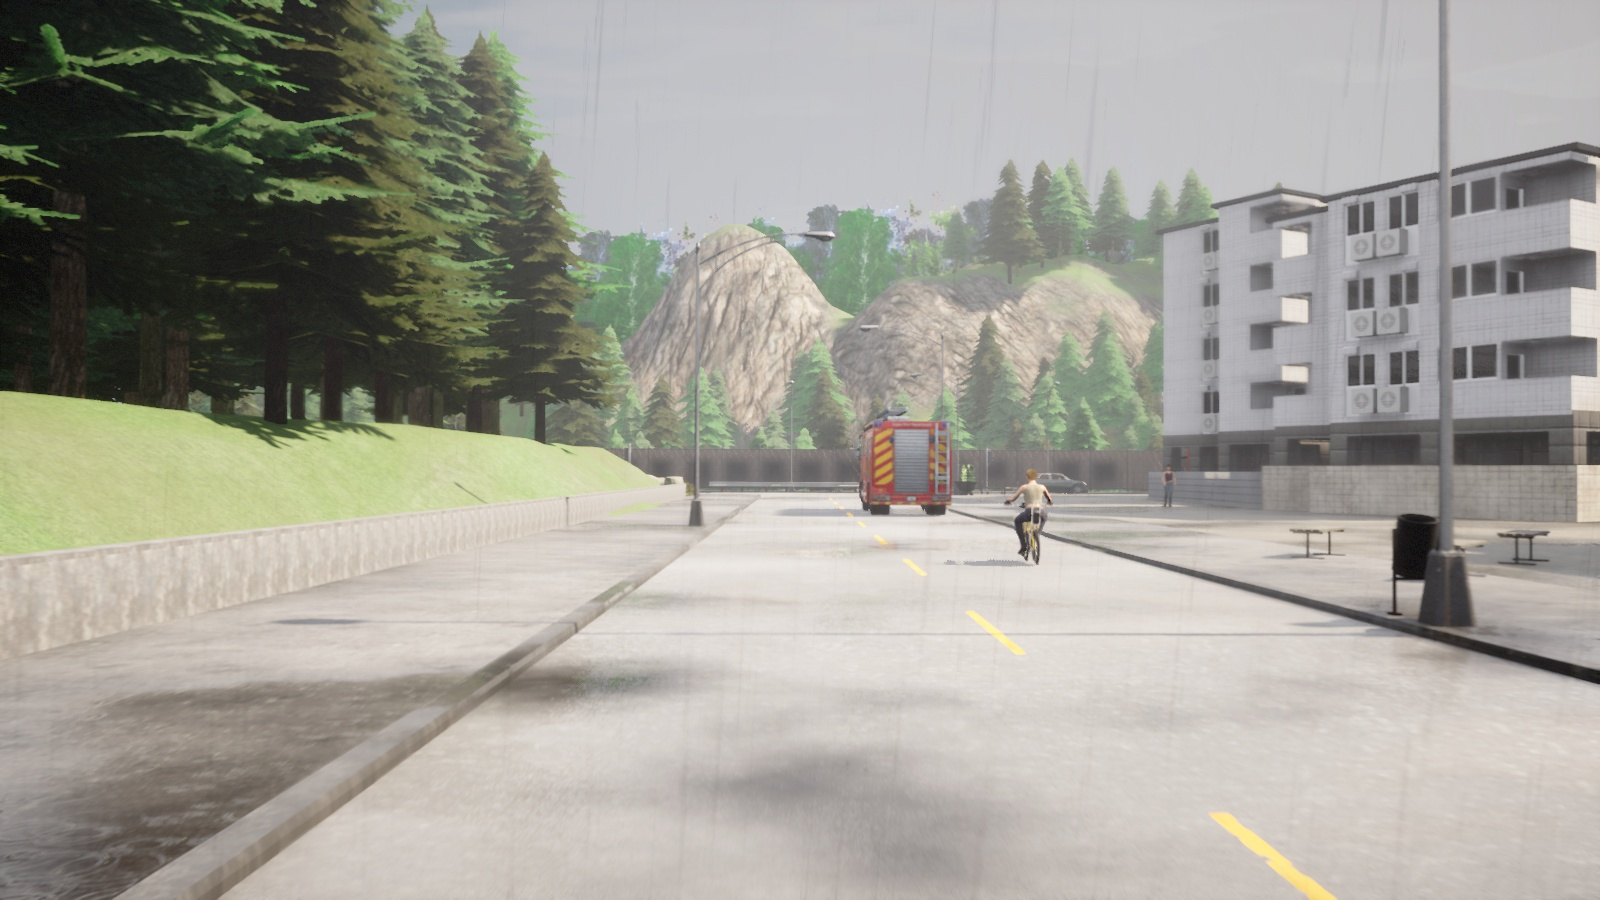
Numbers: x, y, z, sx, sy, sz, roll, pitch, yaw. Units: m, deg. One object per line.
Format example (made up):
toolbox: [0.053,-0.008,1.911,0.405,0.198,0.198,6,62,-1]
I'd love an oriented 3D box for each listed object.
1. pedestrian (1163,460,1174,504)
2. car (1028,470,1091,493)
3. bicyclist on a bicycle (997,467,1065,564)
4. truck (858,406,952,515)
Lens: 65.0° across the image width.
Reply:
pedestrian: [15.467,1.345,52.728,0.345,1.836,0.594,0,-1,9]
car: [17.382,2.122,84.332,3.806,1.475,1.970,0,-1,-1]
bicyclist on a bicycle: [3.955,1.098,21.639,0.866,1.612,1.509,0,-1,0]
truck: [3.884,0.444,48.360,2.891,3.827,8.468,0,-1,0]
